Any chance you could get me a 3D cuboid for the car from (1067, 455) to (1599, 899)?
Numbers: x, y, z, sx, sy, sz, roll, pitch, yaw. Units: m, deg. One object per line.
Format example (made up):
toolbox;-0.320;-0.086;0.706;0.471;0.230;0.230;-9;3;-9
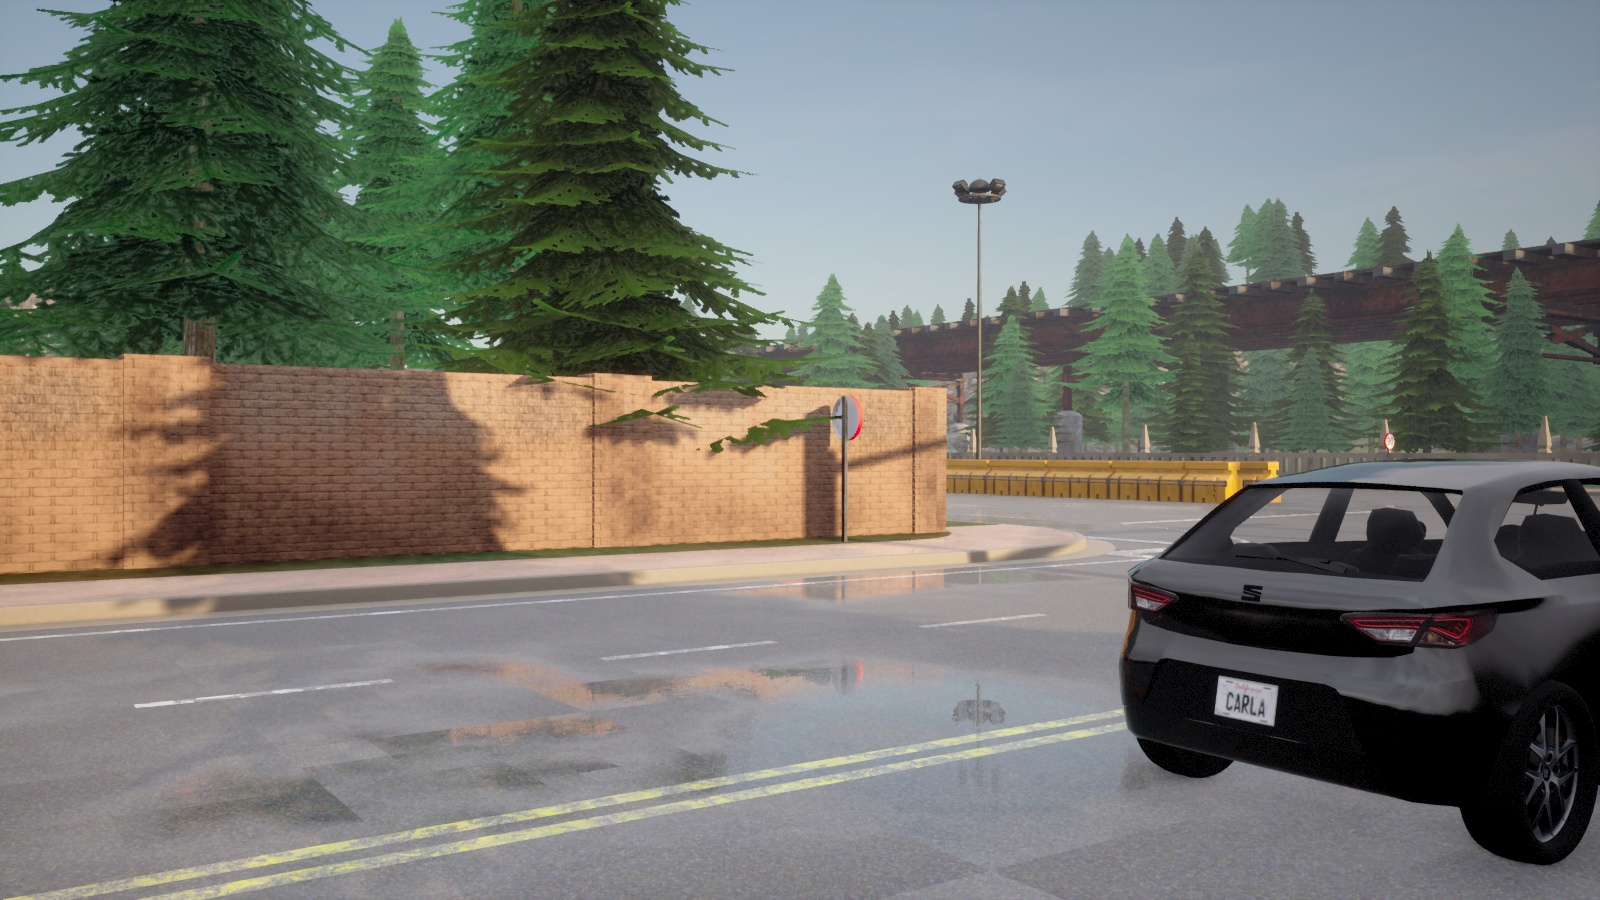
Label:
car;3.427;0.766;6.046;4.193;1.474;1.816;0;0;-35
